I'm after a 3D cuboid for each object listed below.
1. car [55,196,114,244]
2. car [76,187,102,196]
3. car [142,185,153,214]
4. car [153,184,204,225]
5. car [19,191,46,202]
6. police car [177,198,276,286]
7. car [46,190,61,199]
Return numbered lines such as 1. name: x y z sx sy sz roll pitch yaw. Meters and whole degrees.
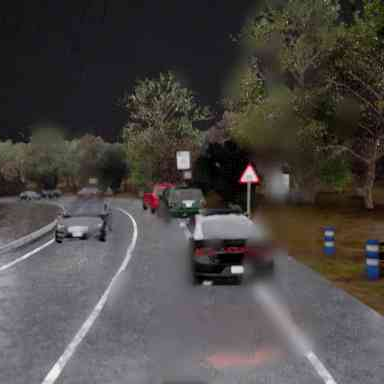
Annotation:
1. car: -4.423 1.156 14.188 2.128 1.511 4.902 -1 2 -9
2. car: -14.003 0.147 44.927 2.097 1.767 4.553 -6 4 -39
3. car: -2.372 0.440 25.311 2.150 2.045 5.566 -2 2 -18
4. car: -0.724 0.649 19.264 2.150 2.045 5.566 -2 2 -12
5. car: -25.052 0.652 51.387 4.892 1.490 1.837 -2 4 41
6. police car: 0.714 1.220 9.049 1.930 1.638 5.238 0 2 -4
7. car: -23.804 0.437 54.957 4.718 1.301 1.895 -1 5 38
